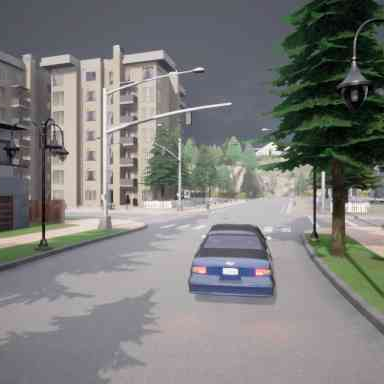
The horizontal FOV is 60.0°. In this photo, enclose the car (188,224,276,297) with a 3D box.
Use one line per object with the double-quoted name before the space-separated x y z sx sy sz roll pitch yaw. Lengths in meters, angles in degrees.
"car" 1.127 1.547 8.766 2.033 1.411 5.357 0 0 9
